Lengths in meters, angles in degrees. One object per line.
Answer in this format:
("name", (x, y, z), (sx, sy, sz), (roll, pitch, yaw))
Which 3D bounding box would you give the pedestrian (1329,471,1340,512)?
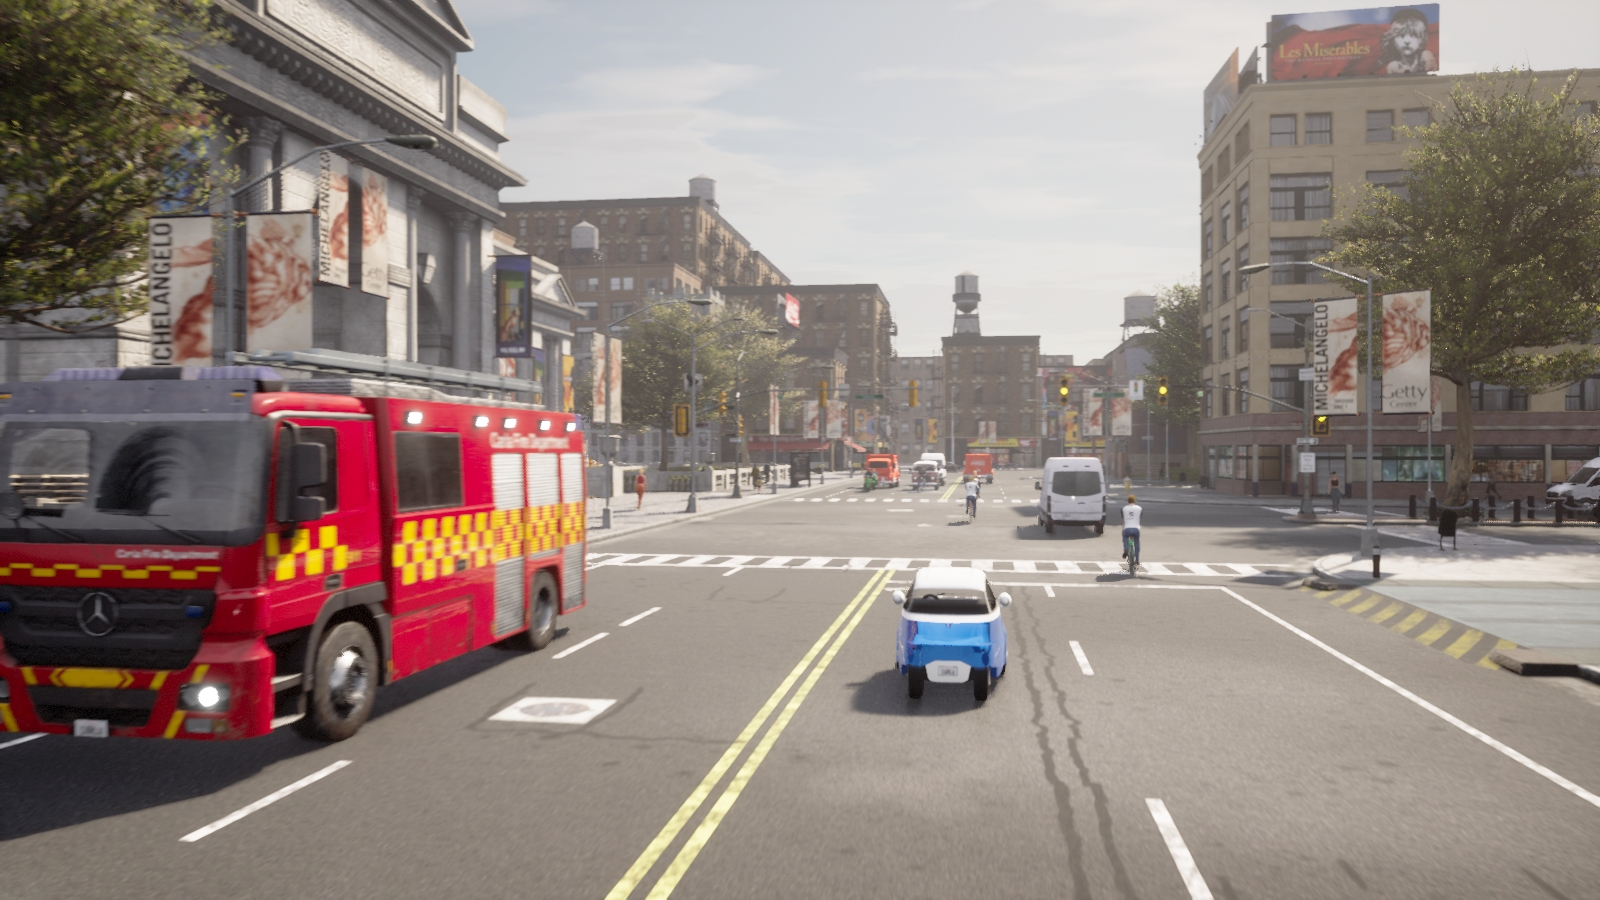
("pedestrian", (24.044, 1.856, 51.370), (0.375, 1.860, 0.375), (0, 0, 15))

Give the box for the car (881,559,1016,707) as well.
("car", (1.803, 2.121, 13.723), (1.481, 1.376, 2.207), (0, 0, 9))

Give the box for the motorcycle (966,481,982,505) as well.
("motorcycle", (9.008, 2.215, 58.990), (0.803, 1.145, 2.033), (0, 0, 9))

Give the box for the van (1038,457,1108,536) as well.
("van", (9.593, 1.537, 40.545), (1.988, 2.561, 5.915), (0, 0, 9))

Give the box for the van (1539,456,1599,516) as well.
("van", (35.842, 1.547, 49.722), (5.915, 2.561, 1.988), (0, 0, 9))

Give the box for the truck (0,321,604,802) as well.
("truck", (-5.090, 0.888, 13.505), (2.891, 3.827, 8.468), (0, 0, 9))

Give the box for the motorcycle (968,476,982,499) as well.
("motorcycle", (10.282, 2.172, 67.021), (0.764, 1.277, 2.356), (0, 0, 9))

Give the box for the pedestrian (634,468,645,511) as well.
("pedestrian", (-6.923, 1.694, 49.354), (0.375, 1.860, 0.375), (0, 0, 11))

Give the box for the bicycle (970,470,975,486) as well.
("bicycle", (13.539, 2.209, 89.420), (0.373, 1.196, 1.643), (0, 0, 9))

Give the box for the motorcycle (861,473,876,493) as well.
("motorcycle", (4.519, 2.182, 75.443), (0.856, 1.236, 1.805), (0, 0, 9))

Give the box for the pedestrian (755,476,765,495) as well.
("pedestrian", (-2.372, 2.074, 67.444), (0.500, 1.100, 0.500), (0, 0, -13))

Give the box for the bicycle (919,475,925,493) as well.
("bicycle", (8.019, 2.212, 74.996), (0.329, 1.171, 1.835), (0, 0, 9))

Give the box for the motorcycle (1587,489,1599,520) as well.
("motorcycle", (33.521, 2.217, 46.548), (2.209, 1.251, 0.867), (0, 0, 9))

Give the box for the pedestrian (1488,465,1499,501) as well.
("pedestrian", (36.164, 1.710, 59.560), (0.375, 1.860, 0.375), (0, 0, 14))

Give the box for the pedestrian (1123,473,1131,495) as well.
("pedestrian", (19.048, 1.982, 66.520), (0.375, 1.300, 0.375), (0, 0, 8))

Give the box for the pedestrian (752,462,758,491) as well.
("pedestrian", (-2.900, 1.694, 73.623), (0.375, 1.860, 0.375), (0, 0, 4))
